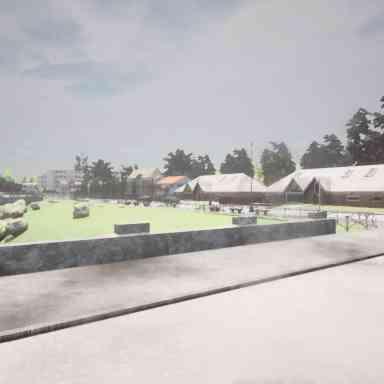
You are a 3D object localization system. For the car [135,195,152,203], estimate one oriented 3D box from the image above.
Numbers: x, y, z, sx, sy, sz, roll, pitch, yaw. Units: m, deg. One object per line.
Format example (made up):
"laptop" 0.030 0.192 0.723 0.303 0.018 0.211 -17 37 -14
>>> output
"car" -10.049 1.502 68.996 1.837 1.490 4.892 0 0 -35

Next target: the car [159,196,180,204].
"car" -4.160 1.491 60.716 2.128 1.511 4.902 0 0 -35
